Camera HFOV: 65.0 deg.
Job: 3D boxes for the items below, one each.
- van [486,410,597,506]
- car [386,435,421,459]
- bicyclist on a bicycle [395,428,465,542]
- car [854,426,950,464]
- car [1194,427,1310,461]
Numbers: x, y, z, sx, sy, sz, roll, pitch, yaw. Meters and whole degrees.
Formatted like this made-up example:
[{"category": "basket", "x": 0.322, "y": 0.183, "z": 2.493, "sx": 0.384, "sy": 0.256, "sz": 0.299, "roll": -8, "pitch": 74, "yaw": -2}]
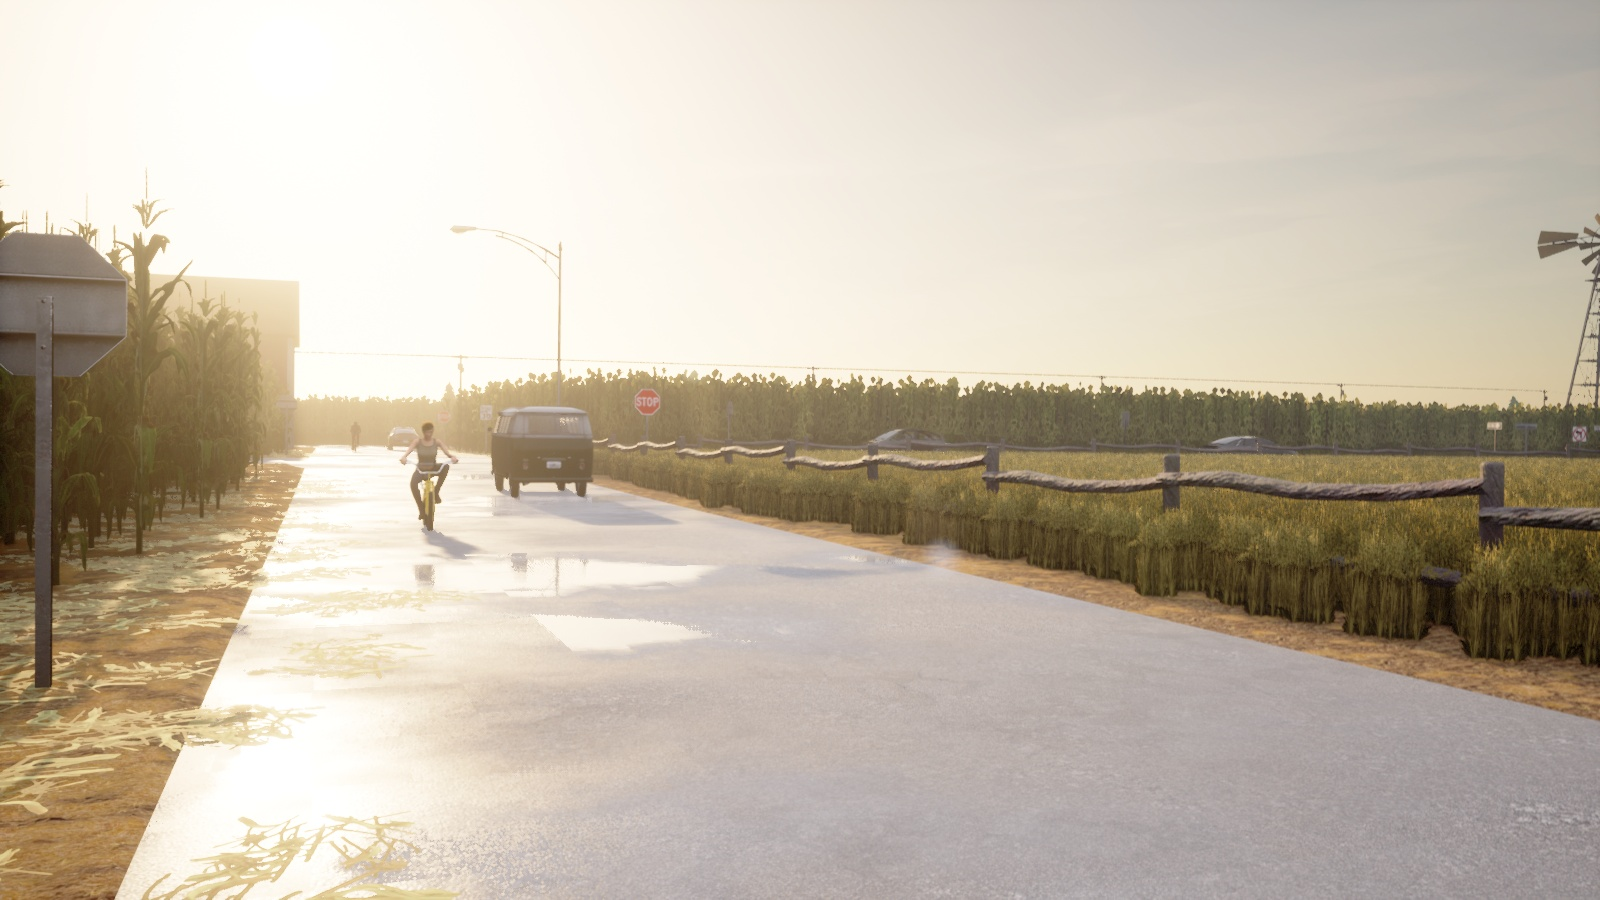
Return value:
[{"category": "van", "x": -5.957, "y": 0.121, "z": 28.601, "sx": 1.775, "sy": 1.987, "sz": 4.442, "roll": -1, "pitch": 1, "yaw": -21}, {"category": "car", "x": -24.910, "y": -0.186, "z": 78.834, "sx": 1.812, "sy": 1.442, "sz": 4.674, "roll": -1, "pitch": 1, "yaw": -21}, {"category": "bicyclist on a bicycle", "x": -5.521, "y": 0.489, "z": 18.692, "sx": 0.866, "sy": 1.612, "sz": 1.509, "roll": -1, "pitch": 1, "yaw": -20}, {"category": "car", "x": 4.348, "y": -0.224, "z": 53.709, "sx": 3.705, "sy": 1.549, "sz": 1.789, "roll": 0, "pitch": 1, "yaw": -20}, {"category": "car", "x": 20.283, "y": -0.286, "z": 56.336, "sx": 4.892, "sy": 1.490, "sz": 1.837, "roll": -1, "pitch": 1, "yaw": -20}]
